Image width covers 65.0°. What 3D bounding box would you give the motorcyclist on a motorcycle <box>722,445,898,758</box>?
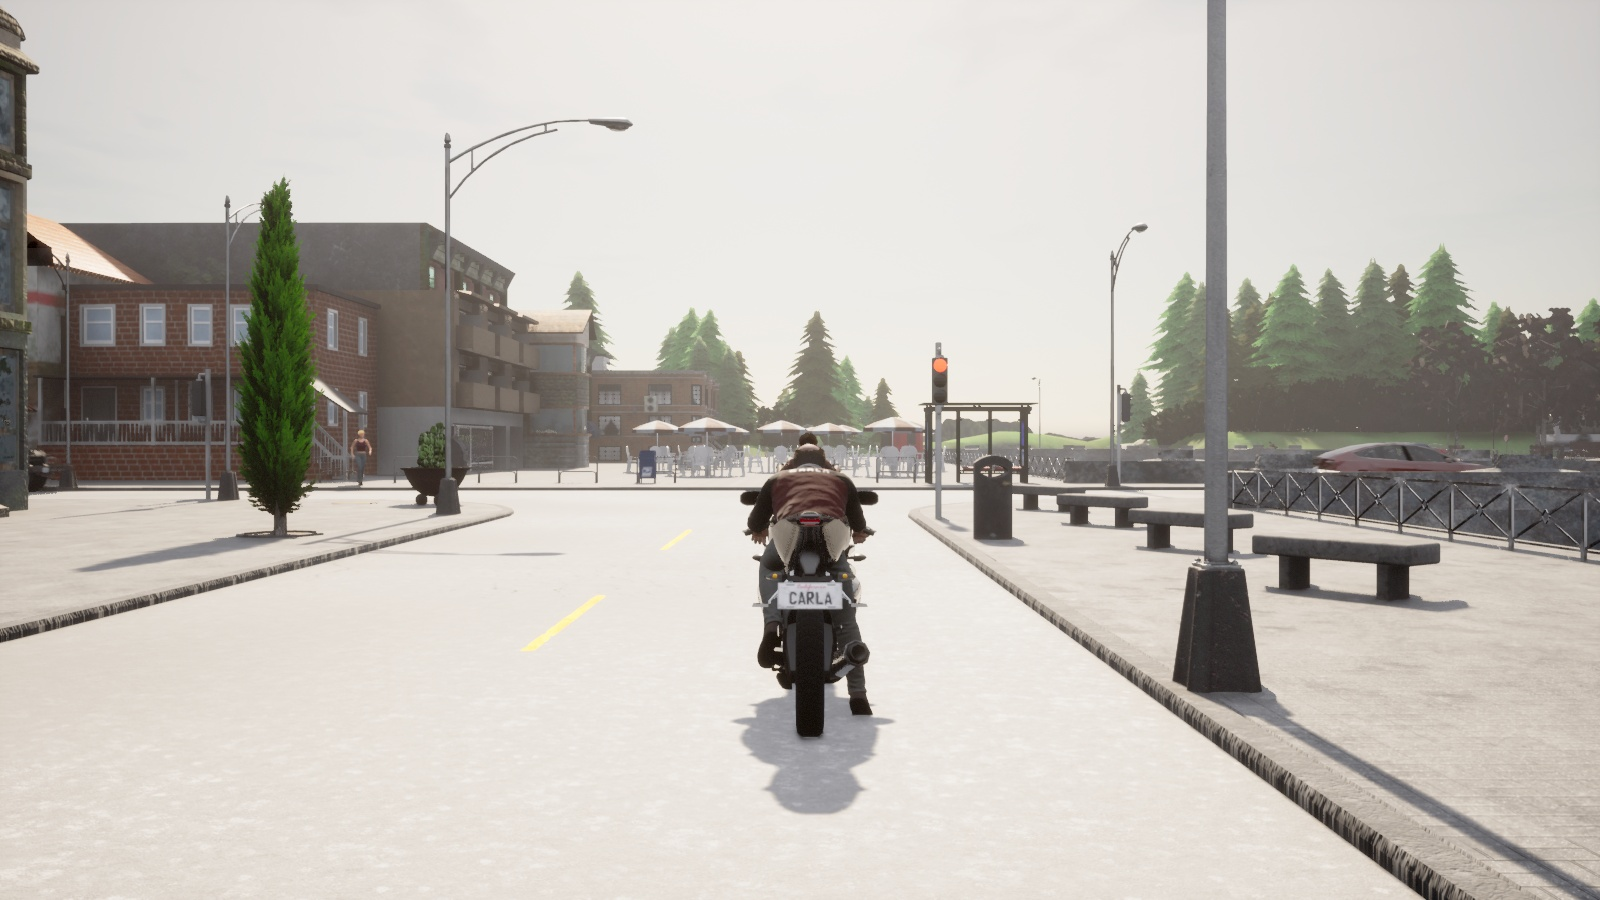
[{"bbox_3d":[0.054,0.740,7.268,0.866,1.530,2.191,0,0,0],"label":"motorcyclist on a motorcycle"}]

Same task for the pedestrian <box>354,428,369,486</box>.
[{"bbox_3d":[-14.136,0.217,40.452,0.345,1.836,0.594,0,0,-31],"label":"pedestrian"}]

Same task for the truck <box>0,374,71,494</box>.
[{"bbox_3d":[-26.527,-0.468,37.431,7.936,3.462,2.891,0,0,0],"label":"truck"}]

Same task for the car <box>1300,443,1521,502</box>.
[{"bbox_3d":[16.050,0.572,33.224,4.792,1.488,2.163,0,0,1],"label":"car"}]
